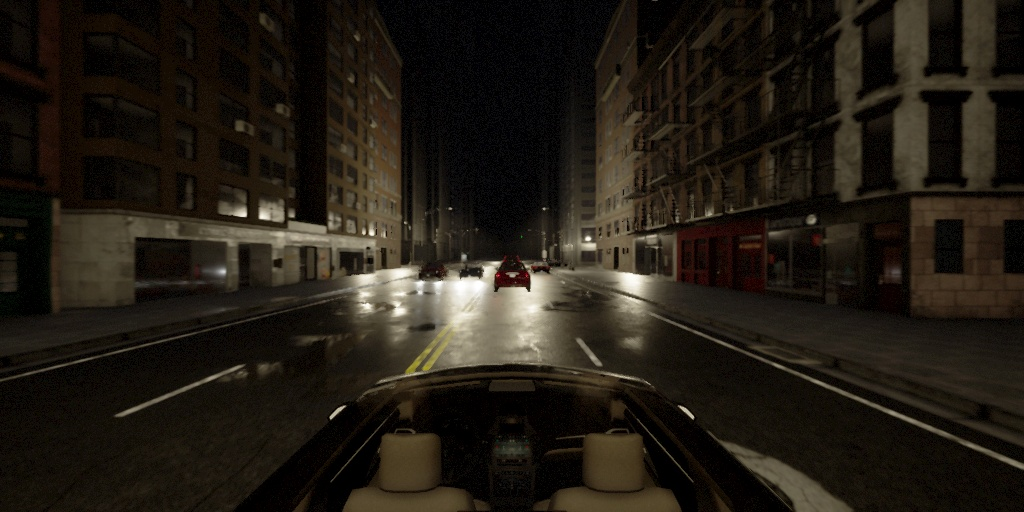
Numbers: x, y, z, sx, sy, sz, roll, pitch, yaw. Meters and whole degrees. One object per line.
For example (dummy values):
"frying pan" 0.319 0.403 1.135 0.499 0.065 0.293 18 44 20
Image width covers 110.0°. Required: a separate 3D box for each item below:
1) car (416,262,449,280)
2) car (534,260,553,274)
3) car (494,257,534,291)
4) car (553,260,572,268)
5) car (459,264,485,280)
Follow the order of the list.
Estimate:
"car" -6.708 1.264 30.949 1.812 1.442 4.674 0 0 0
"car" 3.201 1.354 40.811 1.895 1.301 4.718 0 0 0
"car" 0.021 1.102 21.780 2.097 1.767 4.553 0 0 0
"car" 7.594 1.354 58.490 4.718 1.301 1.895 0 0 -27
"car" -3.463 1.345 31.408 1.895 1.301 4.718 0 0 0
